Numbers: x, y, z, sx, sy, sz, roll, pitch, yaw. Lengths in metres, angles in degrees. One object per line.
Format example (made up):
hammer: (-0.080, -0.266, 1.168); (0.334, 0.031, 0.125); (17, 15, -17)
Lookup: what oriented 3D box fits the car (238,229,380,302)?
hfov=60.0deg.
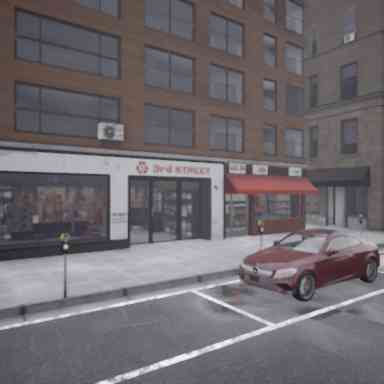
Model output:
car: (3.050, 1.605, 8.261); (4.206, 1.307, 1.802); (0, 0, -35)
